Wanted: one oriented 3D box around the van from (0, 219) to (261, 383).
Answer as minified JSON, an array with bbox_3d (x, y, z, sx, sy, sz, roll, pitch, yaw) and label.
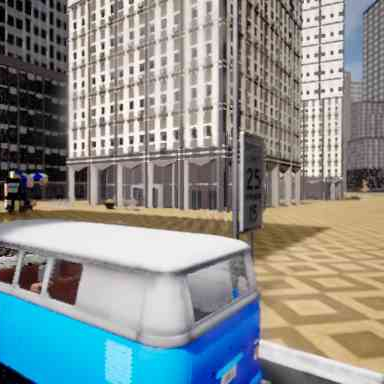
[{"bbox_3d":[-1.210,1.285,3.855,3.998,1.788,1.690,1,1,35],"label":"van"}]
